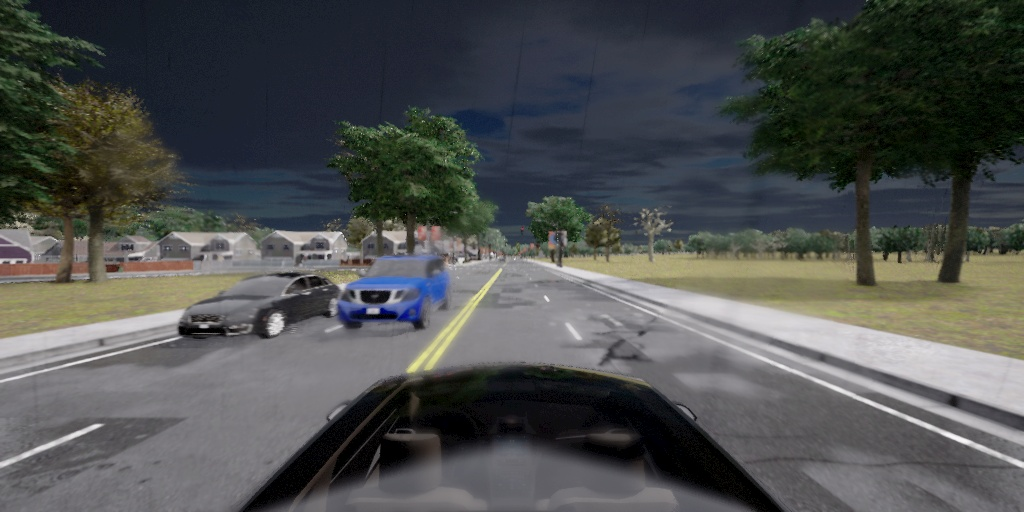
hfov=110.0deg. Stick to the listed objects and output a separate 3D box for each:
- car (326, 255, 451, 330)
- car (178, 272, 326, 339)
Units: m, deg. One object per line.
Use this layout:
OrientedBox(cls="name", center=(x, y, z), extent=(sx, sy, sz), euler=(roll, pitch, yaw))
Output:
OrientedBox(cls="car", center=(-3.349, 0.971, 11.414), extent=(2.150, 2.045, 5.566), euler=(0, 0, 0))
OrientedBox(cls="car", center=(-6.598, 1.254, 10.114), extent=(1.837, 1.490, 4.892), euler=(0, 0, 0))
